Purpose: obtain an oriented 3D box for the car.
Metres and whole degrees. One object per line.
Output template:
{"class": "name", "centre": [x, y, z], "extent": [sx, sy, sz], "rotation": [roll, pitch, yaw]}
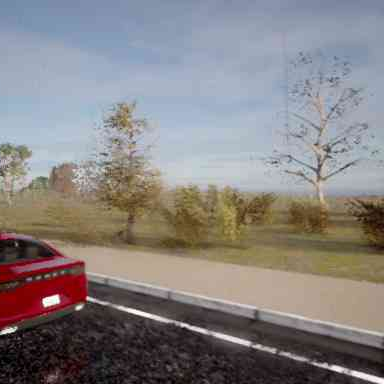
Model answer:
{"class": "car", "centre": [-4.172, 1.534, 6.540], "extent": [5.008, 1.535, 1.882], "rotation": [-1, 0, 36]}
